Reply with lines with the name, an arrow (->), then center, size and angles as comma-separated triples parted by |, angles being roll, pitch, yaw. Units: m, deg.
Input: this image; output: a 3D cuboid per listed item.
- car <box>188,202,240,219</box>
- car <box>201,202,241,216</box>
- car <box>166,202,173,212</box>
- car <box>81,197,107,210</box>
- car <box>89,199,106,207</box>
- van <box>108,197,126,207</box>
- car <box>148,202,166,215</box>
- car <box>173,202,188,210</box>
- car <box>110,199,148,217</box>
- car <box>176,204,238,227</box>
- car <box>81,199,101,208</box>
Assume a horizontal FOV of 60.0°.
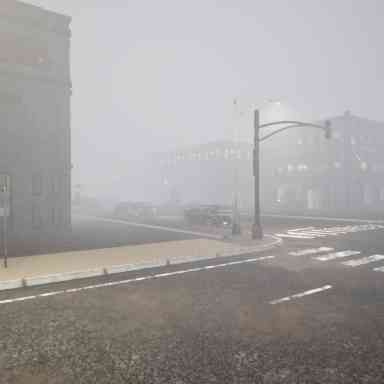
car -> 1.969, 1.772, 28.228 | 1.812, 1.442, 4.674 | -1, 0, -36
car -> 3.105, 1.809, 36.580 | 2.008, 1.369, 4.403 | -2, 0, -36
car -> -3.326, 1.966, 45.590 | 1.802, 1.307, 4.206 | -2, 0, -36
car -> -16.354, 1.928, 54.054 | 2.150, 2.045, 5.566 | -1, 0, -36
car -> -19.408, 2.228, 68.114 | 1.887, 1.381, 4.507 | -1, 0, -36
van -> -12.981, 1.907, 59.104 | 1.690, 1.788, 3.998 | -1, 0, -36
car -> -5.526, 1.884, 38.725 | 2.128, 1.511, 4.902 | -1, 0, -36
car -> -0.110, 1.904, 41.086 | 1.802, 1.307, 4.206 | -2, 0, -36
car -> -6.933, 1.846, 36.214 | 1.967, 1.590, 4.097 | -1, 0, -36
car -> 1.035, 1.814, 24.850 | 1.947, 1.339, 4.313 | -2, 0, -36
car -> -19.223, 2.159, 63.414 | 2.128, 1.511, 4.902 | -1, 0, -36
